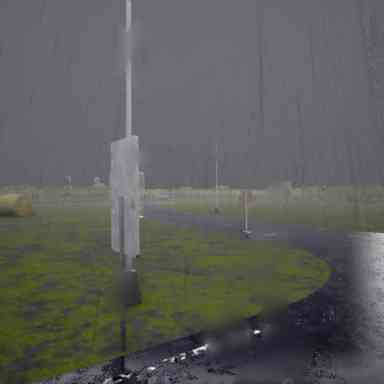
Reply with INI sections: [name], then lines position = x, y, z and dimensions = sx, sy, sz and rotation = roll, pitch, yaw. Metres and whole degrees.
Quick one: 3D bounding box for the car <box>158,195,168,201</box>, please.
[car]
position = -8.309, 1.664, 93.763
dimensions = 1.812, 1.442, 4.674
rotation = 0, 0, 0
